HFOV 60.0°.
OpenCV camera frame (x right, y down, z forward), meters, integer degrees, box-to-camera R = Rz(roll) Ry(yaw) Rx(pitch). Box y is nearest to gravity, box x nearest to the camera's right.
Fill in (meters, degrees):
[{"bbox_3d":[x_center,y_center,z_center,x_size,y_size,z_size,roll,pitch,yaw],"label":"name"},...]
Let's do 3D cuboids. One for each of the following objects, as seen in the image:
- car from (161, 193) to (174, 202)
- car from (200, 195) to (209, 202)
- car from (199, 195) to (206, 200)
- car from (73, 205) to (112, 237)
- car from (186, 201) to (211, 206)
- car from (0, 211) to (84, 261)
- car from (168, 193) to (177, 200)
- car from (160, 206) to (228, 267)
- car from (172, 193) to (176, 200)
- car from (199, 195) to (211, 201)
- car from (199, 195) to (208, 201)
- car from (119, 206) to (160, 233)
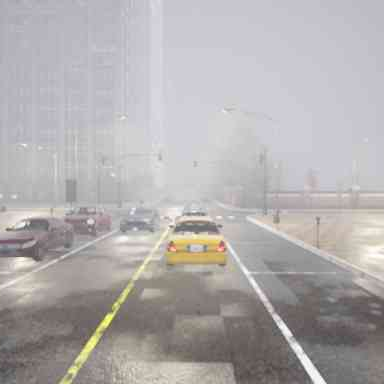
[{"bbox_3d":[-5.634,1.529,72.389,1.947,1.339,4.313,0,0,0],"label":"car"},{"bbox_3d":[2.908,1.502,77.981,1.887,1.381,4.507,0,0,0],"label":"car"},{"bbox_3d":[2.955,1.469,94.663,1.887,1.381,4.507,0,0,0],"label":"car"},{"bbox_3d":[-5.642,1.444,17.866,1.967,1.590,4.097,0,0,0],"label":"car"},{"bbox_3d":[0.178,1.549,22.615,2.033,1.411,5.357,0,0,0],"label":"car"},{"bbox_3d":[-5.658,1.588,12.173,1.802,1.307,4.206,0,0,0],"label":"car"},{"bbox_3d":[-5.570,1.239,94.631,2.192,1.841,5.009,0,0,0],"label":"car"},{"bbox_3d":[0.130,1.461,11.351,1.801,1.575,5.366,0,0,0],"label":"car"},{"bbox_3d":[-5.586,1.378,89.073,1.967,1.590,4.097,0,0,0],"label":"car"},{"bbox_3d":[2.937,1.533,66.866,1.947,1.339,4.313,0,0,0],"label":"car"},{"bbox_3d":[2.924,1.499,83.541,2.008,1.369,4.403,0,0,0],"label":"car"},{"bbox_3d":[-2.948,1.550,19.949,2.033,1.411,5.357,0,0,0],"label":"car"}]
